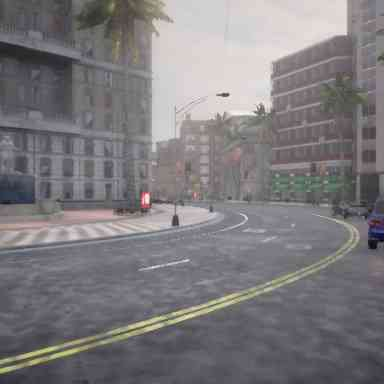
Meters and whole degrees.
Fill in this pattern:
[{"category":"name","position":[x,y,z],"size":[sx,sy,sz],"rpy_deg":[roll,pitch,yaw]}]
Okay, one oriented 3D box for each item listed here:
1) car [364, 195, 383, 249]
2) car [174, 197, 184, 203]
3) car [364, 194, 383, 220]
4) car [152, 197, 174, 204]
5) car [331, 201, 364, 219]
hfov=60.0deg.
[{"category":"car","position":[8.708,1.258,13.994],"size":[2.150,2.045,5.566],"rpy_deg":[0,0,30]},{"category":"car","position":[-3.401,1.600,66.535],"size":[1.994,1.385,4.181],"rpy_deg":[0,0,-35]},{"category":"car","position":[17.029,1.258,28.510],"size":[2.150,2.045,5.566],"rpy_deg":[0,0,6]},{"category":"car","position":[-6.252,1.602,64.504],"size":[2.033,1.411,5.357],"rpy_deg":[0,0,-35]},{"category":"car","position":[13.544,1.496,28.829],"size":[2.128,1.511,4.902],"rpy_deg":[0,0,6]}]
